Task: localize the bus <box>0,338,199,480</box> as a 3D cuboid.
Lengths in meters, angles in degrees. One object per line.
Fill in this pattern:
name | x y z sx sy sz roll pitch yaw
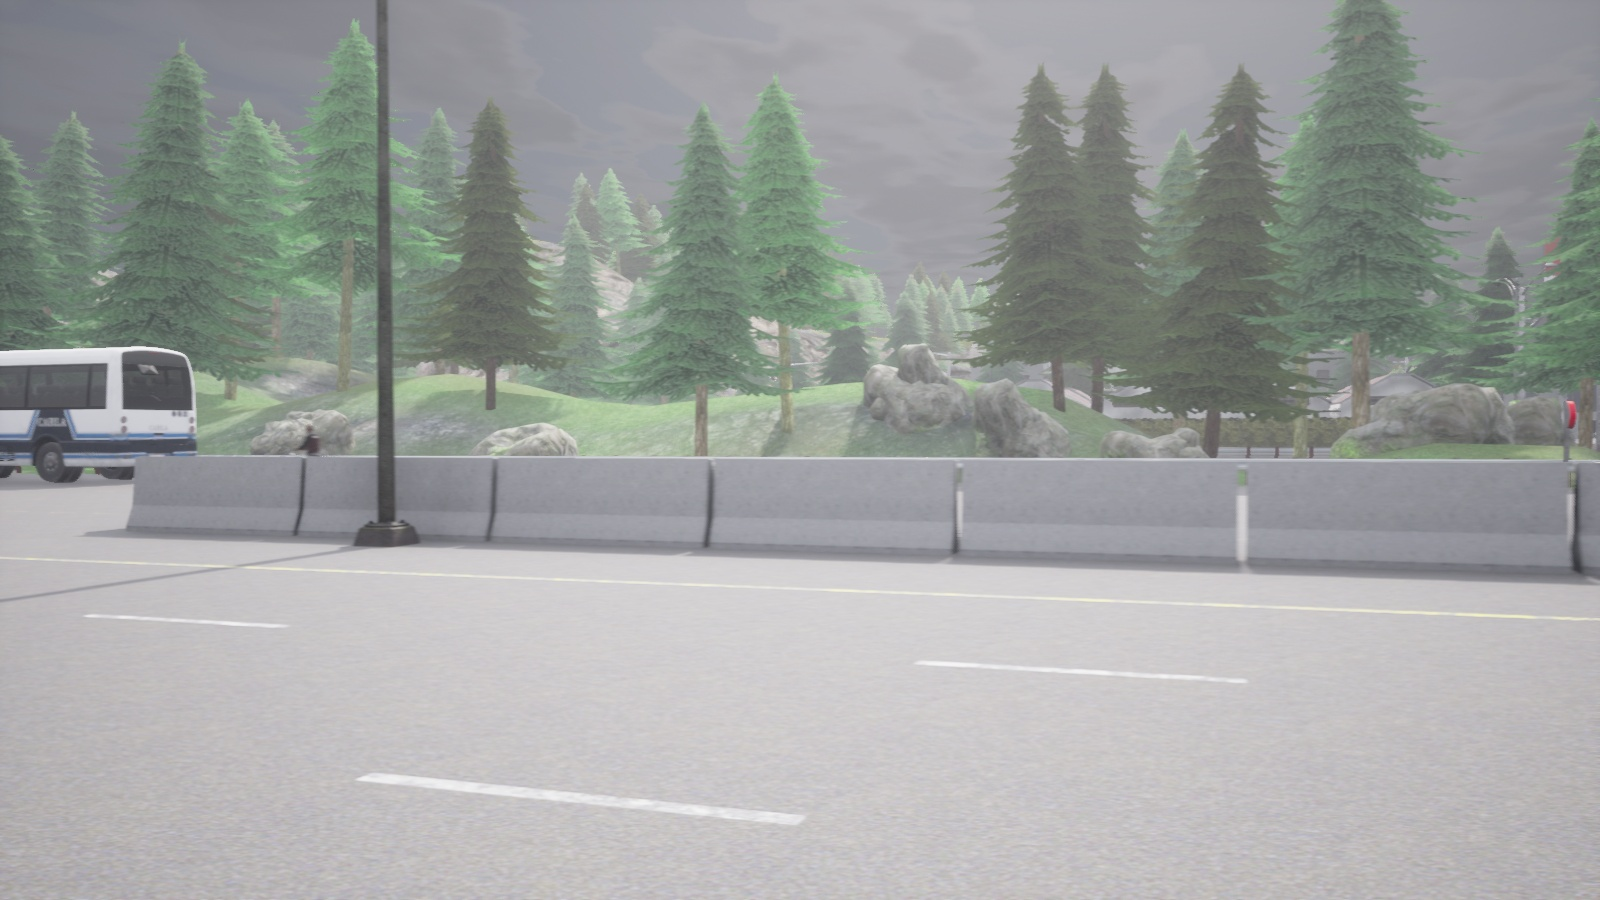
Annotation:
bus | -25.366 -1.306 41.248 10.273 4.253 3.944 1 1 19
